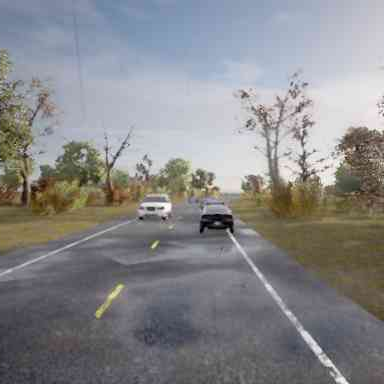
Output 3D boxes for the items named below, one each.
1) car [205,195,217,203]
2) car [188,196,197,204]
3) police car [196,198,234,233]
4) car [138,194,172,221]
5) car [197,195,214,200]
[{"bbox_3d":[4.183,1.448,71.948,2.128,1.511,4.902,0,0,7],"label":"car"},{"bbox_3d":[0.267,1.596,67.857,2.128,1.511,4.902,0,0,6],"label":"car"},{"bbox_3d":[1.387,1.415,19.707,1.930,1.638,5.238,0,0,2],"label":"police car"},{"bbox_3d":[-2.938,1.210,27.501,2.150,2.045,5.566,0,0,3],"label":"car"},{"bbox_3d":[2.318,1.560,53.555,1.812,1.442,4.674,0,0,5],"label":"car"}]
